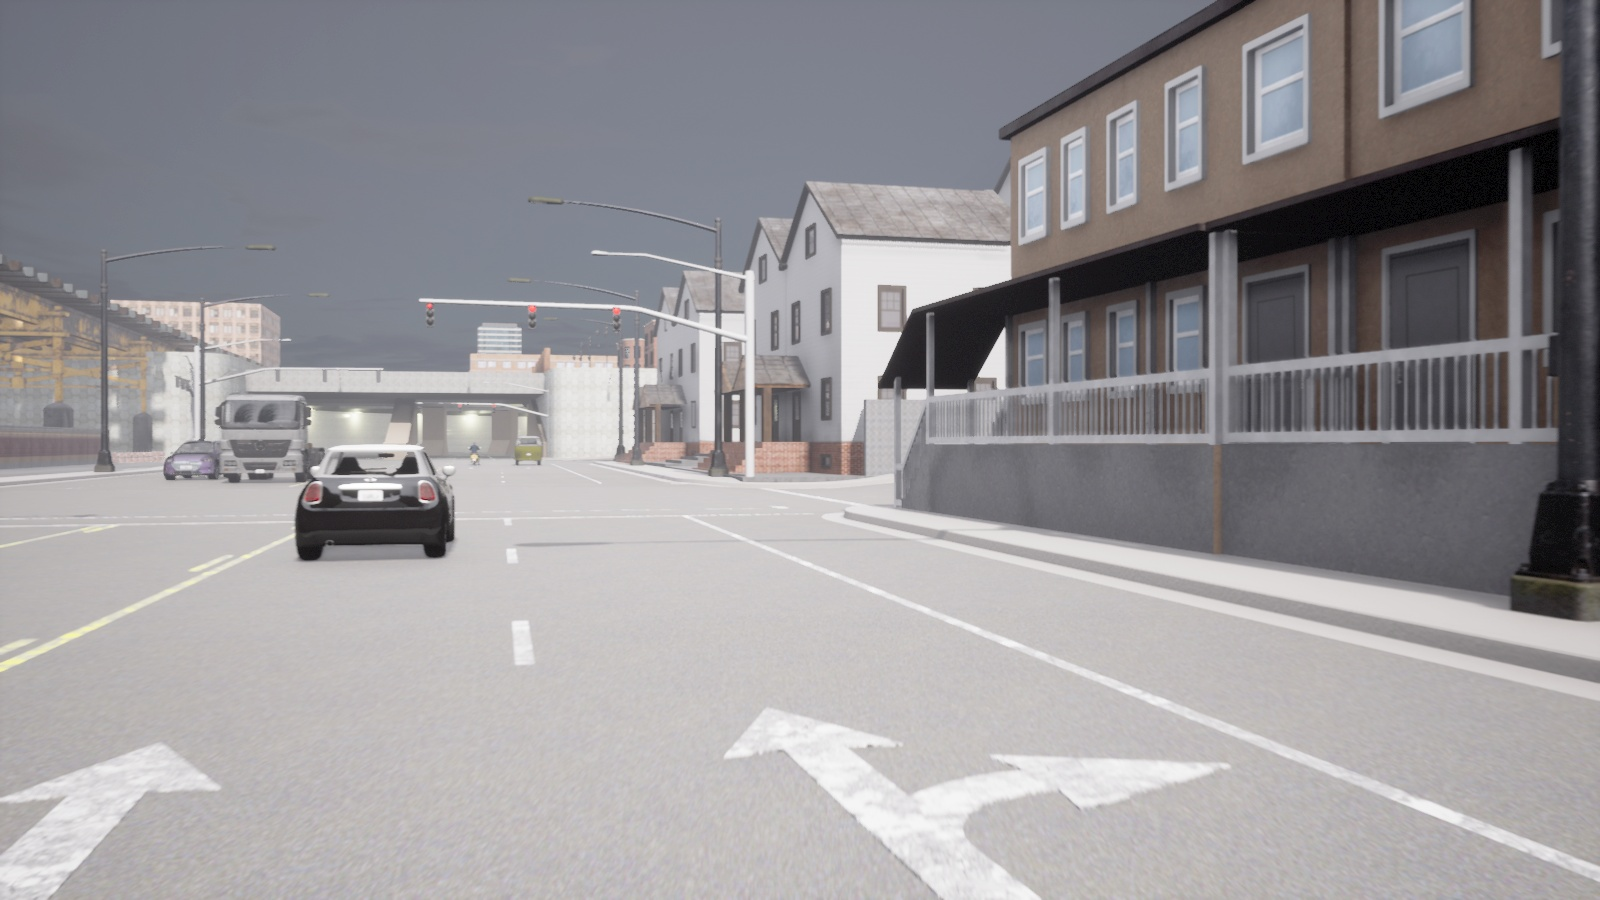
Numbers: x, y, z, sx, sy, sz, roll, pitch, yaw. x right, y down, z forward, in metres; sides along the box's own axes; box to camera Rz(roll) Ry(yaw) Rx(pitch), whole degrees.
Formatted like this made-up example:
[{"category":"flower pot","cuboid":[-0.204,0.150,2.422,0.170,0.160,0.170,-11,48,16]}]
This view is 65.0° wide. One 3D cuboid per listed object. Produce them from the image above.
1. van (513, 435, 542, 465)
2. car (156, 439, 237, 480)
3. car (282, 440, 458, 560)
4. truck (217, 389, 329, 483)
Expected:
[{"category":"van","cuboid":[-18.446,0.004,84.935,1.775,1.987,4.442,0,0,-14]},{"category":"car","cuboid":[-24.965,0.363,52.131,2.033,1.649,4.856,0,0,-14]},{"category":"car","cuboid":[-5.851,0.609,17.509,1.970,1.475,3.806,0,0,-14]},{"category":"truck","cuboid":[-20.916,-0.535,50.274,2.891,3.462,7.936,0,0,-13]}]
